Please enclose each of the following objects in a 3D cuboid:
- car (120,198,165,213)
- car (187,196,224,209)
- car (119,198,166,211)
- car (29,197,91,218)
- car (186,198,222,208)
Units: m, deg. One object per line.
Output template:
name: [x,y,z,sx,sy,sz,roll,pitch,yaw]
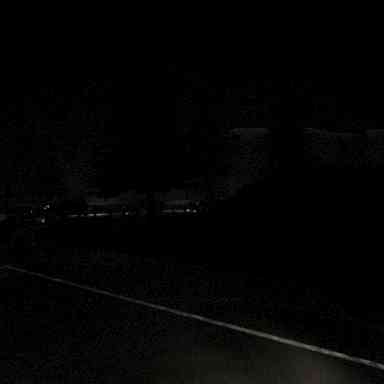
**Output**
car: [-5.147,1.403,35.766,4.902,1.511,2.128,0,0,-42]
car: [1.779,1.274,41.503,4.553,1.767,2.097,0,0,-35]
car: [-5.898,1.446,39.863,5.357,1.411,2.033,0,0,-42]
car: [-11.353,1.258,29.351,2.097,1.767,4.553,0,0,41]
car: [1.668,1.512,45.750,4.718,1.301,1.895,0,0,-35]
